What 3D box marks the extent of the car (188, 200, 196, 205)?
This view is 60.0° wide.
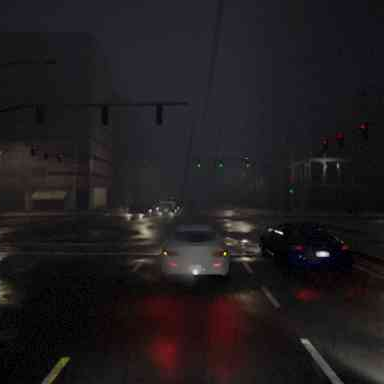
[{"bbox_3d":[0.026,2.632,84.358,1.895,1.301,4.718,0,-1,0],"label":"car"}]

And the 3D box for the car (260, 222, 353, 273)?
[{"bbox_3d":[3.592,1.703,11.142,1.994,1.385,4.181,0,-1,0],"label":"car"}]

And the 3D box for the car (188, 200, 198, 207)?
[{"bbox_3d":[0.122,2.326,69.045,1.882,1.535,5.008,0,-1,0],"label":"car"}]

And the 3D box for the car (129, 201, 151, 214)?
[{"bbox_3d":[-7.109,2.023,44.343,1.882,1.535,5.008,0,-1,1],"label":"car"}]

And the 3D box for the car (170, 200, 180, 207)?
[{"bbox_3d":[-3.479,2.403,68.664,1.994,1.385,4.181,0,-1,0],"label":"car"}]

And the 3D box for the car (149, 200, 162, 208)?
[{"bbox_3d":[-7.015,2.351,64.060,1.994,1.385,4.181,0,-1,1],"label":"car"}]

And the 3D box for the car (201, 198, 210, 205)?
[{"bbox_3d":[3.526,2.362,85.201,2.097,1.767,4.553,0,-1,0],"label":"car"}]

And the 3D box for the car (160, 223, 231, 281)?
[{"bbox_3d":[0.089,1.651,10.097,1.812,1.442,4.674,0,-1,0],"label":"car"}]

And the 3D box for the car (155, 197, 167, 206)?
[{"bbox_3d":[-6.977,2.144,74.755,2.150,2.045,5.566,0,-1,0],"label":"car"}]

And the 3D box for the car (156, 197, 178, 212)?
[{"bbox_3d":[-3.572,1.823,48.830,2.150,2.045,5.566,0,-1,0],"label":"car"}]

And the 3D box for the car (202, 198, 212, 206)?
[{"bbox_3d":[3.524,2.488,76.674,1.994,1.385,4.181,0,-1,0],"label":"car"}]

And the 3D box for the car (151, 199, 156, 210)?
[{"bbox_3d":[-7.070,2.213,54.106,2.033,1.411,5.357,0,-1,0],"label":"car"}]

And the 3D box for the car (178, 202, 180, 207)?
[{"bbox_3d":[-3.552,2.201,58.829,1.882,1.535,5.008,0,-1,0],"label":"car"}]
